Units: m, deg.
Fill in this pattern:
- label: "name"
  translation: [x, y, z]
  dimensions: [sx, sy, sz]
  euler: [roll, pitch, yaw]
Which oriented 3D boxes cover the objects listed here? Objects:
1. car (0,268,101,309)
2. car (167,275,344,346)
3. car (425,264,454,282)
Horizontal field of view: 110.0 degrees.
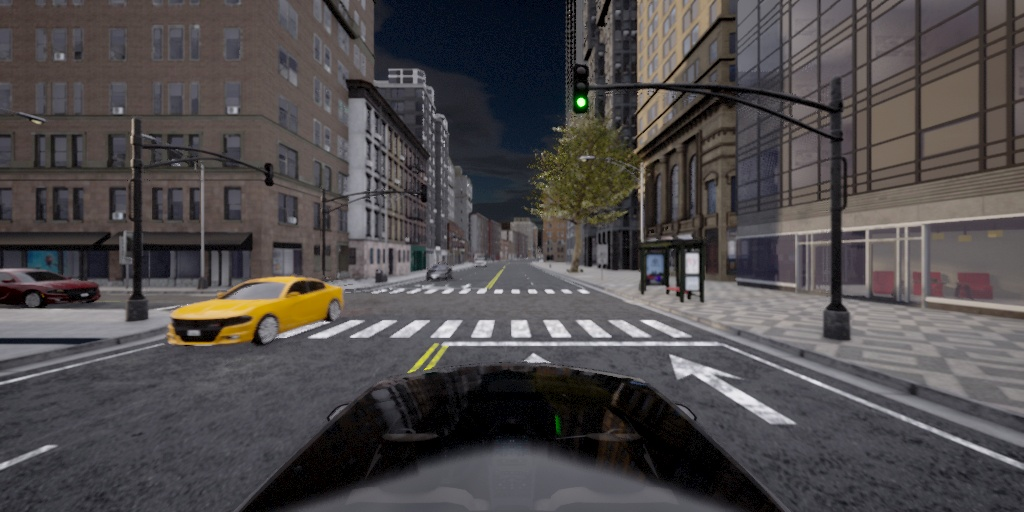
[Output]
- label: "car"
  translation: [-19.900, 1.267, 14.619]
  dimensions: [5.008, 1.535, 1.882]
  euler: [1, 0, 0]
- label: "car"
  translation: [-6.503, 1.321, 9.831]
  dimensions: [1.882, 1.535, 5.008]
  euler: [0, 0, 0]
- label: "car"
  translation: [-6.522, 1.524, 32.635]
  dimensions: [2.128, 1.511, 4.902]
  euler: [0, 1, 0]
